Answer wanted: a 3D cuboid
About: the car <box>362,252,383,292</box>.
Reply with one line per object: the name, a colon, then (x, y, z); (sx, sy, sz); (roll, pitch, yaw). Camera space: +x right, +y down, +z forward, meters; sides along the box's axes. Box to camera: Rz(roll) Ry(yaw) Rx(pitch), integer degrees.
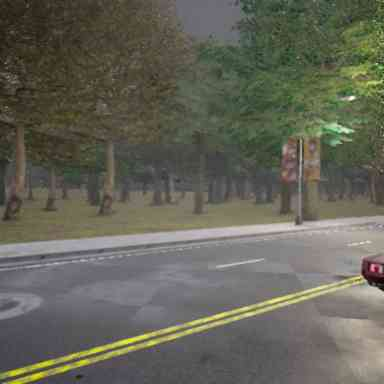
car: (6.027, 1.641, 7.736); (4.718, 1.301, 1.895); (0, 0, -35)
